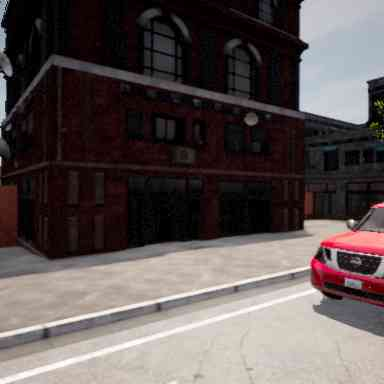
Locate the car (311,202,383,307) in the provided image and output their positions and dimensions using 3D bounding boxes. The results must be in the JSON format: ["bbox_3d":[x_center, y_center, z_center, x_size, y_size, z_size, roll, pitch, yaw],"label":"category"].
[{"bbox_3d":[4.980,1.211,7.261,5.566,2.045,2.150,0,0,-36],"label":"car"}]
